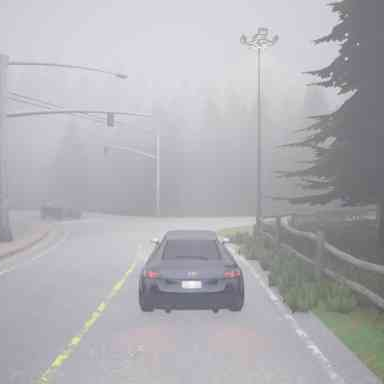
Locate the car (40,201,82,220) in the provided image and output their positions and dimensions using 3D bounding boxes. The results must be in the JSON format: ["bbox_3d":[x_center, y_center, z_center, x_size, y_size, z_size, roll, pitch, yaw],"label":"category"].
[{"bbox_3d":[-11.056,1.504,27.872,4.892,1.490,1.837,0,0,43],"label":"car"}]

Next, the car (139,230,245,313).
[{"bbox_3d":[-0.028,1.564,7.734,1.994,1.385,4.181,0,0,-1],"label":"car"}]

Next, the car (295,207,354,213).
[{"bbox_3d":[10.384,1.532,25.786,4.892,1.490,1.837,0,-1,-4],"label":"car"}]
